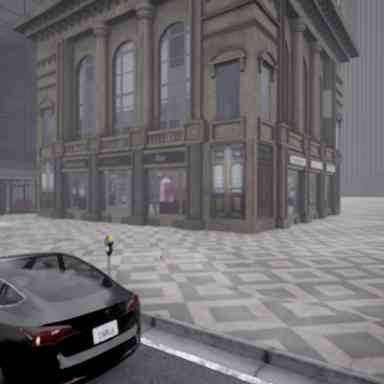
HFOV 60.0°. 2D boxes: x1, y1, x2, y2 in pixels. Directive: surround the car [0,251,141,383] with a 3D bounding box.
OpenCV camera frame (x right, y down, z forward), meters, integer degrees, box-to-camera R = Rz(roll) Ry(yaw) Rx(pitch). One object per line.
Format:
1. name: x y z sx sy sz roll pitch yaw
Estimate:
1. car: -2.633 1.560 4.847 4.313 1.339 1.947 0 0 36
